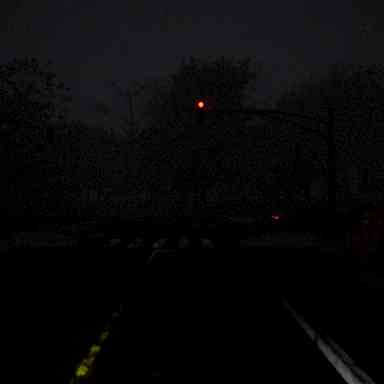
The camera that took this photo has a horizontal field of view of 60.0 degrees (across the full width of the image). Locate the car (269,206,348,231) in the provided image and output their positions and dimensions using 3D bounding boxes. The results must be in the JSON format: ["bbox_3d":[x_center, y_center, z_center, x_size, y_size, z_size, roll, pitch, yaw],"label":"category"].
[{"bbox_3d":[7.573,1.585,20.502,5.357,1.411,2.033,0,0,3],"label":"car"}]
